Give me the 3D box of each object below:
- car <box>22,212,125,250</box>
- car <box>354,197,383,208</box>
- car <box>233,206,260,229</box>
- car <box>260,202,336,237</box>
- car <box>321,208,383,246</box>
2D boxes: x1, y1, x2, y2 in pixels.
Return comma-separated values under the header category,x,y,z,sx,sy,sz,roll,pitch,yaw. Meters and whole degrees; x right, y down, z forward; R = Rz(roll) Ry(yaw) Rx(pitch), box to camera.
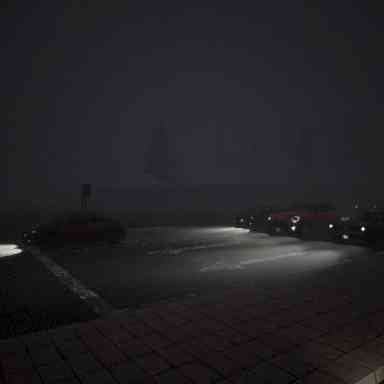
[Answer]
category,x,y,z,sx,sy,sz,roll,pitch,yaw
car,-5.066,1.564,14.508,4.181,1.385,1.994,0,0,-35
car,16.456,1.353,29.764,4.553,1.767,2.097,0,0,-35
car,4.679,1.564,21.405,4.181,1.385,1.994,0,0,-35
car,6.212,1.353,18.208,4.553,1.767,2.097,0,0,-35
car,8.343,1.601,15.432,4.718,1.301,1.895,0,0,-35
